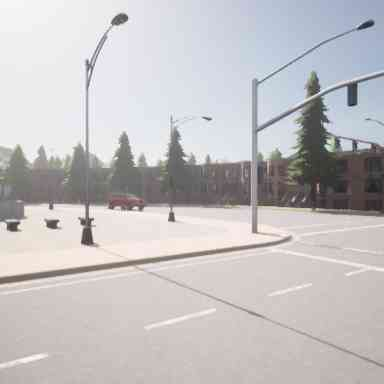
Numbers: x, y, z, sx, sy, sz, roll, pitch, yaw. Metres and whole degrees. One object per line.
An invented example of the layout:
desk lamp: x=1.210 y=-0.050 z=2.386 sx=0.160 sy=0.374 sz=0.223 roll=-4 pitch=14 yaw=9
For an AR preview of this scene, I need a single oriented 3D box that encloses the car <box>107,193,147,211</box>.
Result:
car: x=-8.095 y=1.123 z=40.954 sx=5.566 sy=2.045 sz=2.150 roll=0 pitch=0 yaw=38
